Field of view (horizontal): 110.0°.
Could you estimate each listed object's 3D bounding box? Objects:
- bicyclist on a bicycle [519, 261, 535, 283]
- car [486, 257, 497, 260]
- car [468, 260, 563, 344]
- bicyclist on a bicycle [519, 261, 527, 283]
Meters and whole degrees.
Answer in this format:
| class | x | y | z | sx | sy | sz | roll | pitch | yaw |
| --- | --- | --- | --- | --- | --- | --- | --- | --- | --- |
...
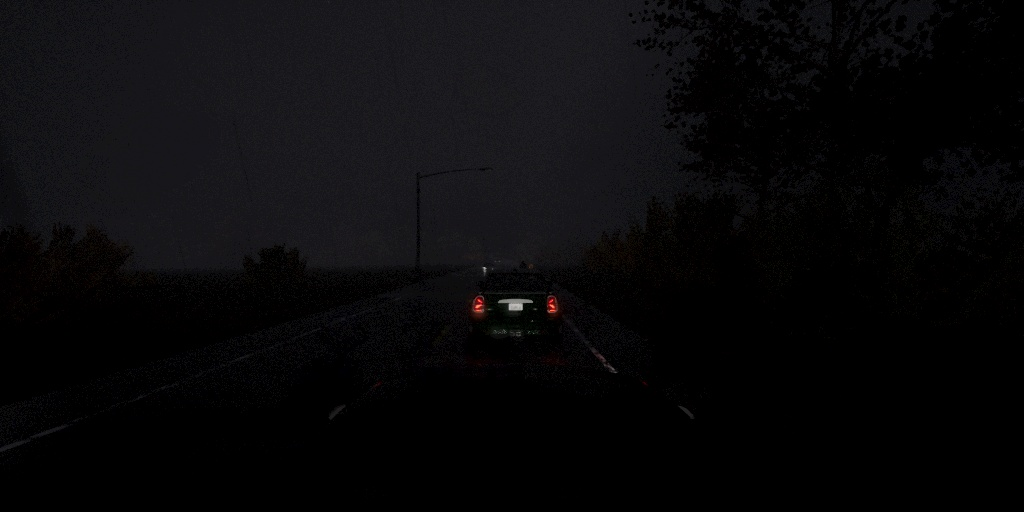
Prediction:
| class | x | y | z | sx | sy | sz | roll | pitch | yaw |
| --- | --- | --- | --- | --- | --- | --- | --- | --- | --- |
| bicyclist on a bicycle | 0.899 | 1.181 | 17.079 | 0.866 | 1.612 | 1.509 | 0 | 0 | 0 |
| car | -4.114 | 1.260 | 64.411 | 1.812 | 1.442 | 4.674 | 0 | 0 | 0 |
| car | 0.070 | 1.099 | 9.735 | 2.097 | 1.767 | 4.553 | 0 | 0 | 0 |
| bicyclist on a bicycle | 0.834 | 1.193 | 27.196 | 0.582 | 1.620 | 1.656 | 0 | 0 | 0 |
